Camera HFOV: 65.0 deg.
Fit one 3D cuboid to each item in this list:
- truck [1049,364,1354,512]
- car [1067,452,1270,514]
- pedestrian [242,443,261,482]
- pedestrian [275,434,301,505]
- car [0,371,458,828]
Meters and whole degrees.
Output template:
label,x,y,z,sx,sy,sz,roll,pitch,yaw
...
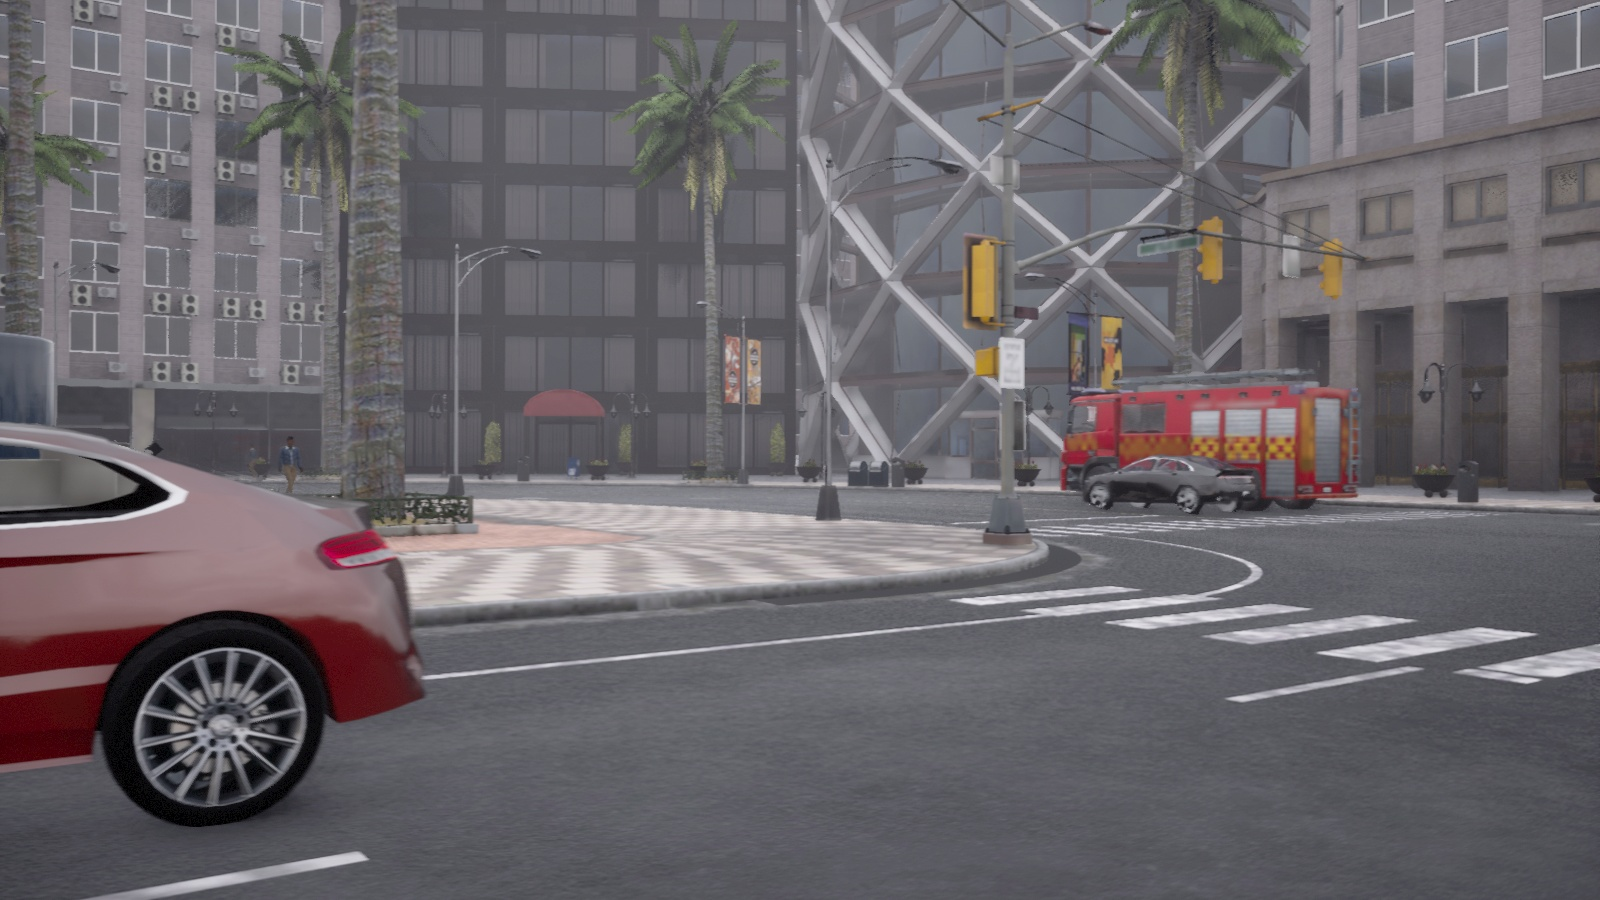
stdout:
label,x,y,z,sx,sy,sz,roll,pitch,yaw
truck,11.434,-0.294,36.770,2.891,3.827,8.468,0,0,-35
car,9.643,0.807,33.242,2.128,1.511,4.902,0,0,-35
pedestrian,-27.806,0.639,63.675,0.788,1.949,0.423,0,0,-11
pedestrian,-14.087,0.530,34.553,0.423,1.949,0.788,0,0,-43
car,-4.179,0.543,4.958,5.027,1.651,2.152,0,0,-35
